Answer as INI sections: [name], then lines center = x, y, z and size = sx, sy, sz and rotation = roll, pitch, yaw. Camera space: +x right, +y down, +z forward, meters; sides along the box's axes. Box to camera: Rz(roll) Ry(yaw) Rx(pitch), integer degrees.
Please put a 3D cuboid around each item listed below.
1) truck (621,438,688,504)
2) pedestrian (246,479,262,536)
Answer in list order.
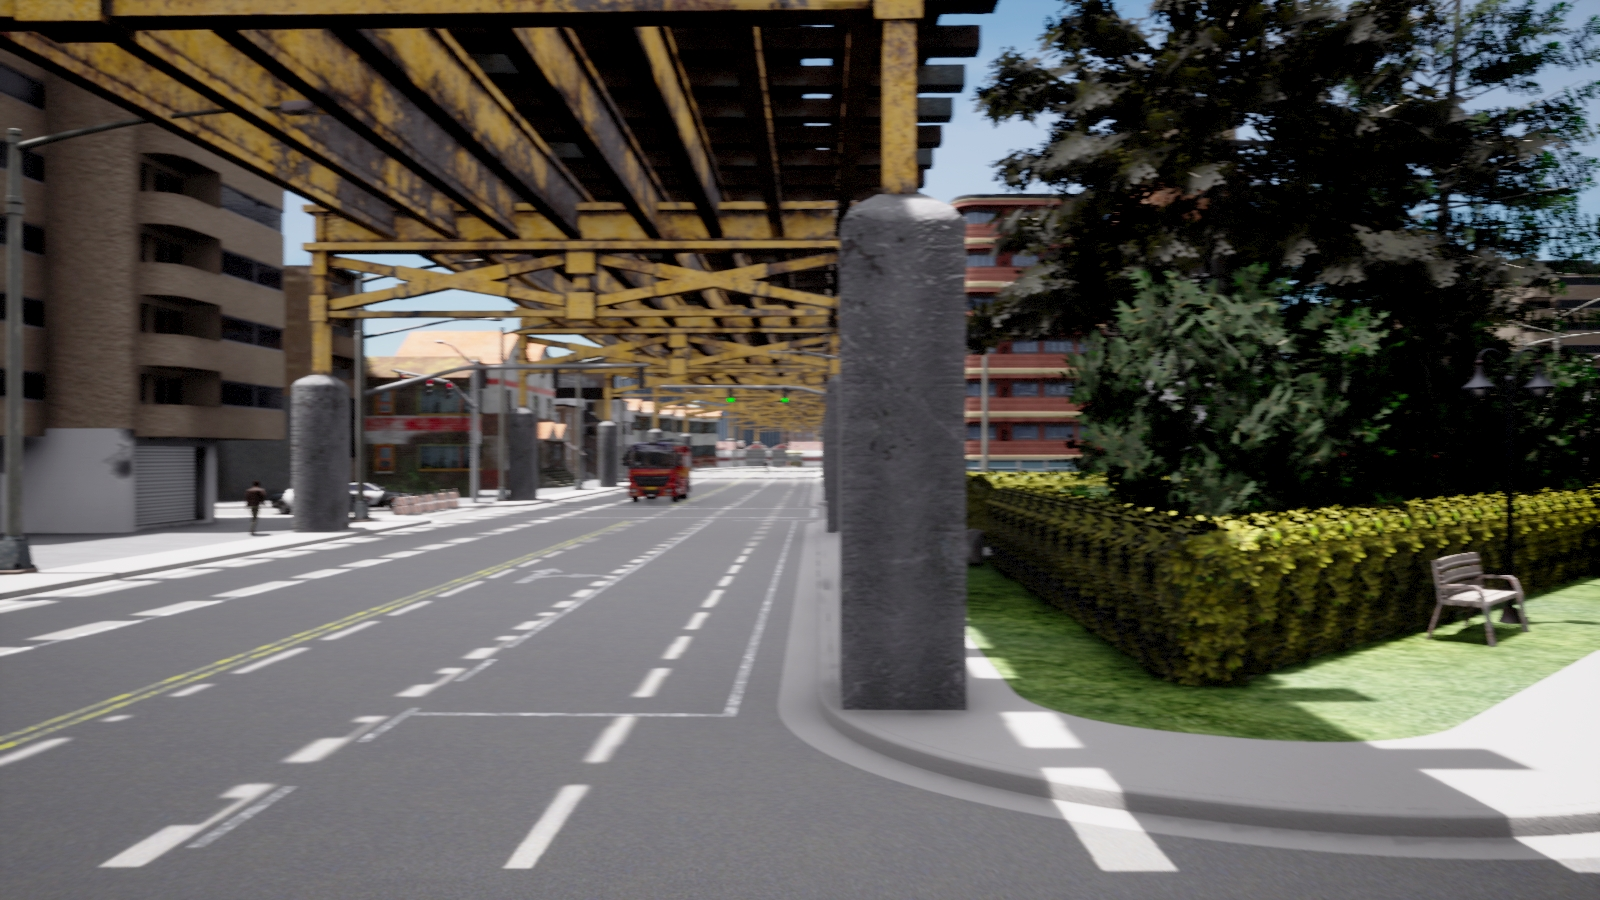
[truck]
center = -8.874, 1.218, 70.613
size = 2.891, 3.827, 8.468
rotation = 0, 0, 1
[pedestrian]
center = -18.107, 1.900, 37.921
size = 0.375, 1.860, 0.375
rotation = 0, 0, -8
